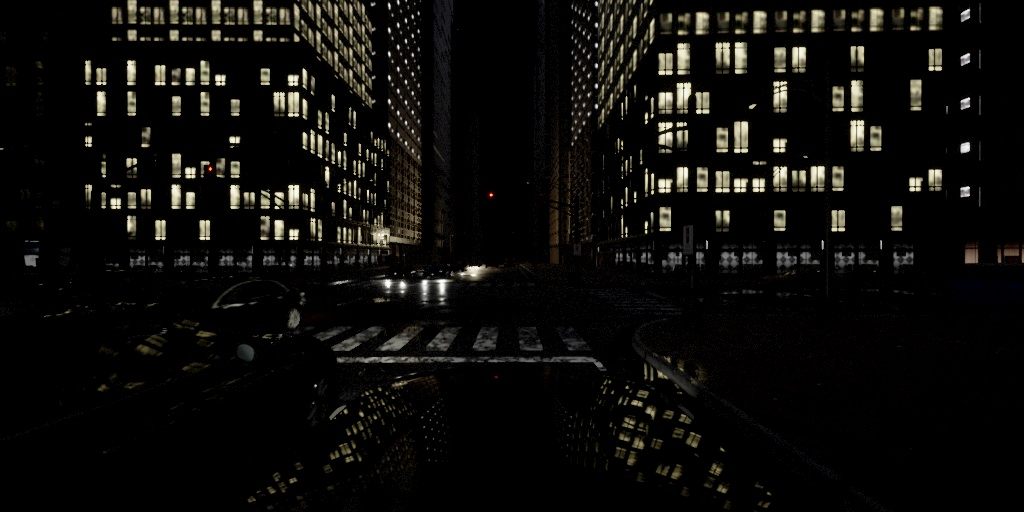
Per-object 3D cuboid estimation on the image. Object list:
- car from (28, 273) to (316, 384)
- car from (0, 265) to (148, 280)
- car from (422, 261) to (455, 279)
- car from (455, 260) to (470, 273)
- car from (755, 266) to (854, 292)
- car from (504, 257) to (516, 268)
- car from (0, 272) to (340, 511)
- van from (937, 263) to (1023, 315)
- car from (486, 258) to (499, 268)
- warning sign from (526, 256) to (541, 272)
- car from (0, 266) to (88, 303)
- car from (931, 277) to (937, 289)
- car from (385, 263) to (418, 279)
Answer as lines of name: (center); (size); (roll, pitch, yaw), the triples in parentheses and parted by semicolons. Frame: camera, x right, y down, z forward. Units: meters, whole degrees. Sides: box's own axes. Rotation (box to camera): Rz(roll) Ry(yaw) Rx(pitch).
car: (-6.639, 1.254, 8.045); (1.837, 1.490, 4.892); (0, 0, 0)
car: (-9.886, 1.102, 7.495); (2.097, 1.767, 4.553); (0, 0, 0)
car: (-6.798, 1.301, 32.963); (1.812, 1.442, 4.674); (0, 0, 0)
car: (-6.880, 1.279, 45.746); (1.882, 1.535, 5.008); (0, 1, 0)
car: (16.966, 1.291, 20.949); (4.829, 1.417, 1.751); (0, 0, 2)
car: (-0.397, 1.418, 63.840); (1.994, 1.385, 4.181); (0, 0, 0)
car: (-3.155, 1.102, 2.569); (2.097, 1.767, 4.553); (0, 0, 0)
van: (18.289, 1.118, 12.786); (3.998, 1.789, 1.690); (0, 0, 2)
car: (-3.541, 1.206, 63.659); (2.097, 1.767, 4.553); (0, 0, -1)
warning sign: (2.600, 0.905, 40.844); (1.300, 1.860, 1.060); (0, 0, 0)
car: (-23.088, 1.248, 16.399); (4.902, 1.511, 2.128); (0, 0, 0)
car: (26.803, 1.354, 20.528); (4.207, 1.307, 1.802); (0, 0, 2)
car: (-10.049, 1.339, 32.807); (1.994, 1.385, 4.181); (0, 0, 0)
